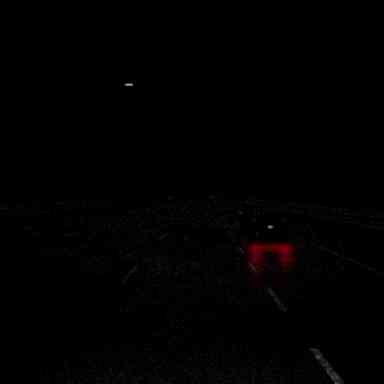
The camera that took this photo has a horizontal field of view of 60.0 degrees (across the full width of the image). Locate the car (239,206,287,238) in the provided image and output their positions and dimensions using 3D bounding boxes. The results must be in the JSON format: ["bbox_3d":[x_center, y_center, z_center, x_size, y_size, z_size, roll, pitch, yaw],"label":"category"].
[{"bbox_3d":[3.713,1.505,18.100,1.882,1.535,5.008,0,0,1],"label":"car"}]

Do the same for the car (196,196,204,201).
[{"bbox_3d":[2.275,1.743,94.504,1.812,1.442,4.674,0,0,12],"label":"car"}]

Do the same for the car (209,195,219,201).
[{"bbox_3d":[5.880,1.768,94.694,1.812,1.442,4.674,0,0,12],"label":"car"}]
